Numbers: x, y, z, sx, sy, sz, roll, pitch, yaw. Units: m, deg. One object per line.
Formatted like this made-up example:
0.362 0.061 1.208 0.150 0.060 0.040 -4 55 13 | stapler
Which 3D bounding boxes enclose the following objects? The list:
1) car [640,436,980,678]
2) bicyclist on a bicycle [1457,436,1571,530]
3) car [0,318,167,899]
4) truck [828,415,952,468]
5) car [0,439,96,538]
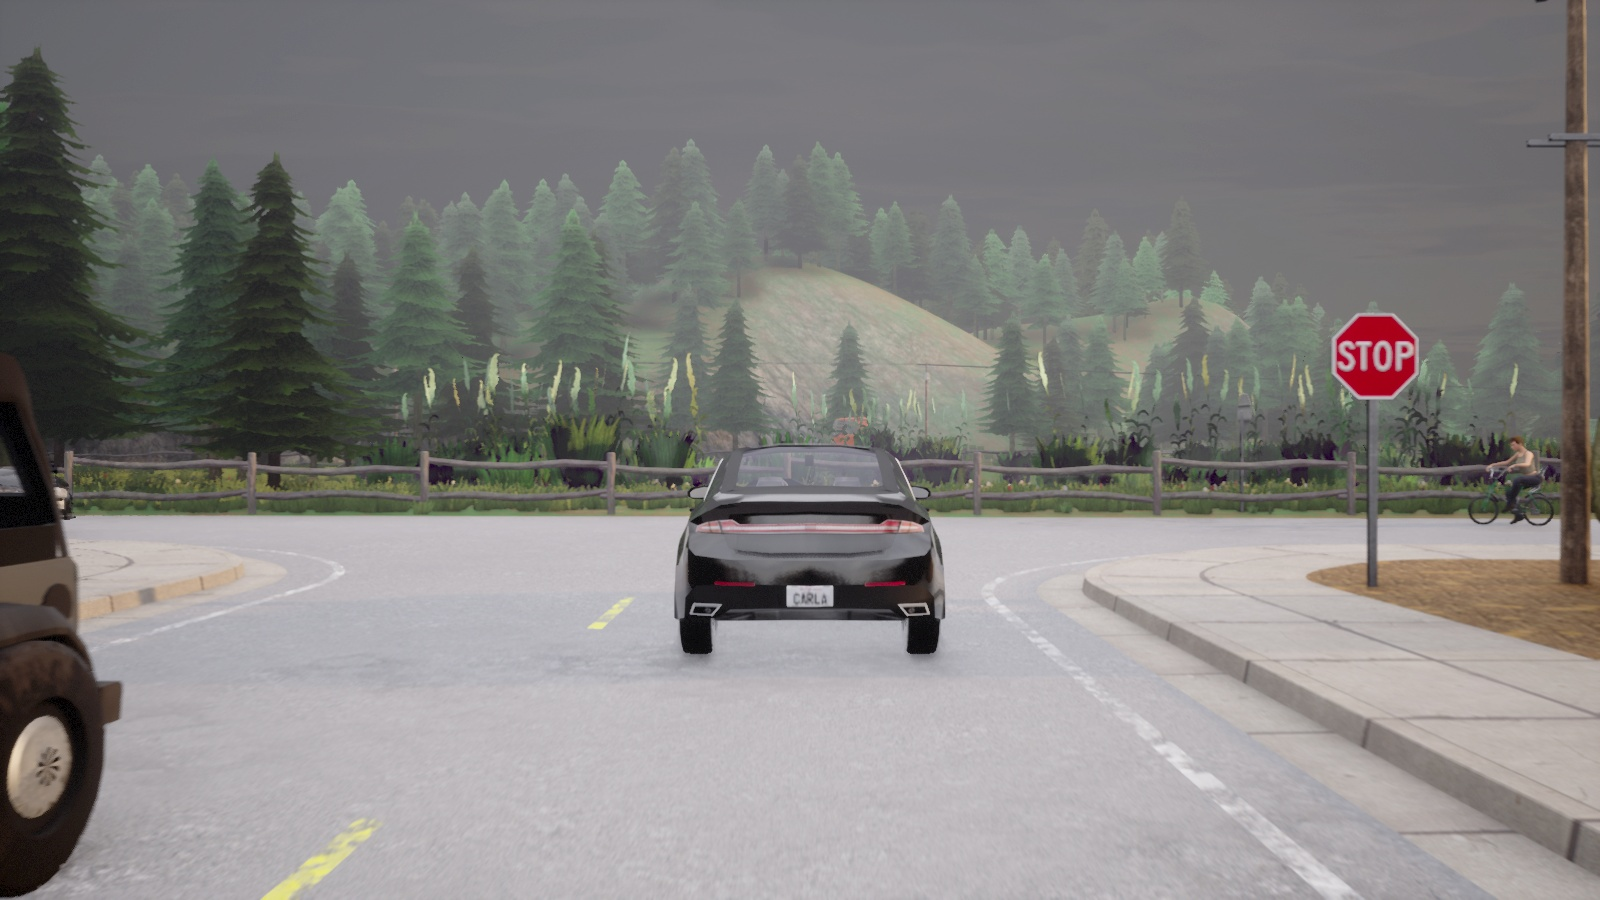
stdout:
0.075 0.662 10.321 2.128 1.511 4.902 0 0 0 | car
12.681 0.569 22.347 1.509 1.612 0.866 1 0 3 | bicyclist on a bicycle
-3.469 0.528 3.044 1.905 1.878 3.866 0 0 0 | car
5.952 -0.563 83.829 7.936 3.462 2.891 0 0 -5 | truck
-14.413 0.576 20.318 4.902 1.511 2.128 0 0 3 | car
